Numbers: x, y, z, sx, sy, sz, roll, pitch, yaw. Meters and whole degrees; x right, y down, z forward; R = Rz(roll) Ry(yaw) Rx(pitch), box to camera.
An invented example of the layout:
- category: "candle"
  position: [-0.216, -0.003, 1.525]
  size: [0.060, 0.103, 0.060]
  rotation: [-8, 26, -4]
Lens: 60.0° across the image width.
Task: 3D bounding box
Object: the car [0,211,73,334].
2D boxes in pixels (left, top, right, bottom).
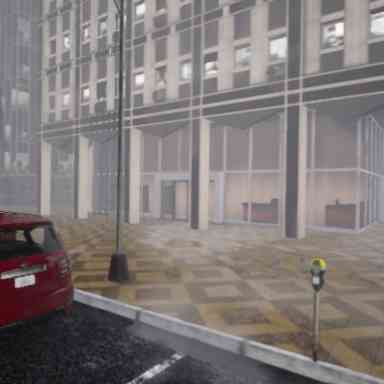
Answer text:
- category: "car"
  position: [-4.182, 1.264, 5.881]
  size: [5.009, 1.841, 2.192]
  rotation: [1, 1, 36]
